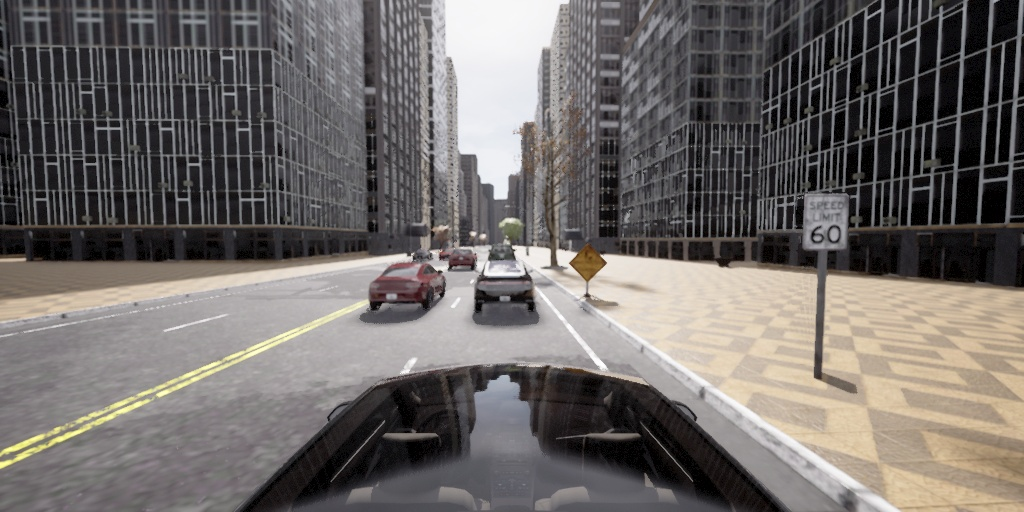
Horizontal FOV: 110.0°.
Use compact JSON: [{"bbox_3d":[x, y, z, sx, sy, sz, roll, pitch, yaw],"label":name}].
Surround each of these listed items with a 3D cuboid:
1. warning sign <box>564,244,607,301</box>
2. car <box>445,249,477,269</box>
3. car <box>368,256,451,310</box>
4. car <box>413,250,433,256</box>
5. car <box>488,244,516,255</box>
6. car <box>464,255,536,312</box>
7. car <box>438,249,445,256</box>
[{"bbox_3d":[2.528,0.510,12.111,1.300,1.860,1.060,0,0,-2],"label":"warning sign"},{"bbox_3d":[-4.119,0.149,30.715,2.097,1.767,4.553,0,2,-2],"label":"car"},{"bbox_3d":[-3.522,0.924,12.614,1.812,1.442,4.674,0,2,-1],"label":"car"},{"bbox_3d":[-11.290,-0.110,45.576,1.994,1.385,4.181,0,2,-2],"label":"car"},{"bbox_3d":[-0.846,0.024,30.182,2.150,2.045,5.566,0,2,-2],"label":"car"},{"bbox_3d":[-0.262,0.888,12.337,2.128,1.511,4.902,0,2,-2],"label":"car"},{"bbox_3d":[-8.029,-0.195,45.181,1.882,1.535,5.008,0,2,-2],"label":"car"}]
